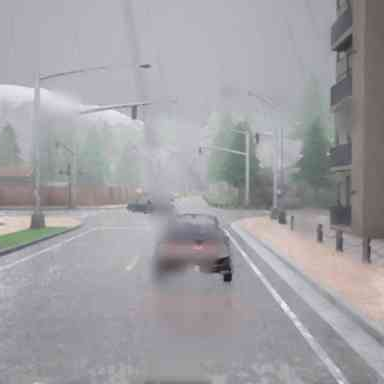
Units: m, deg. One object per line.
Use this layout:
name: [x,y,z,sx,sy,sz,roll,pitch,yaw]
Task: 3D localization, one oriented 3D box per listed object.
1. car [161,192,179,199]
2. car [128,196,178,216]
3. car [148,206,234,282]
car: [-3.583,0.823,49.900,2.128,1.511,4.902,0,1,0]
car: [-3.534,1.224,27.625,1.895,1.301,4.718,-1,1,-38]
car: [0.055,1.365,9.330,2.128,1.511,4.902,0,1,0]
